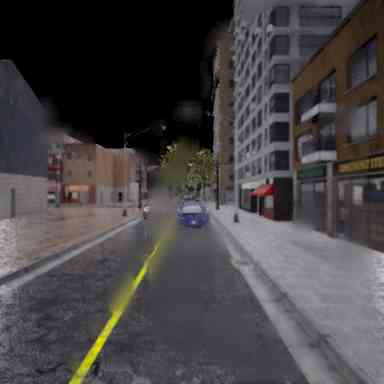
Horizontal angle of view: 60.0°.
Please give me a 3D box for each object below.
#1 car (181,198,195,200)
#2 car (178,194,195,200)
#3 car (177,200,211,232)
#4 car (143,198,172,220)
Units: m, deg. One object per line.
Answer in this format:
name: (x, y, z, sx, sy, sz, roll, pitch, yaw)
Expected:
car: (0.075, 1.597, 34.825, 1.895, 1.301, 4.718, 0, 0, 0)
car: (-1.594, 1.570, 83.118, 1.812, 1.442, 4.674, 0, 0, 31)
car: (0.092, 1.469, 20.203, 1.882, 1.535, 5.008, 0, 0, 0)
car: (-2.822, 1.344, 27.913, 2.097, 1.767, 4.553, 0, 0, 0)
